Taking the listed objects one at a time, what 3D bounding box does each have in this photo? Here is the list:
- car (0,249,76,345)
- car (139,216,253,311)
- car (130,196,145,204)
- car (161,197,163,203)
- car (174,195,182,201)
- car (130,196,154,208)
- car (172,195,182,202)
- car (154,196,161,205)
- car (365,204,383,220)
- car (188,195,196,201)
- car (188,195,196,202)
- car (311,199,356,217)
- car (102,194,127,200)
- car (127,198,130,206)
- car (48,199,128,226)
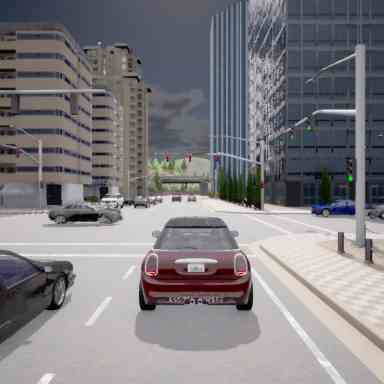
[{"bbox_3d":[-3.435,1.547,4.747,2.033,1.411,5.357,0,0,0],"label":"car"},{"bbox_3d":[0.081,1.352,7.946,2.097,1.767,4.553,0,0,0],"label":"car"},{"bbox_3d":[-10.556,1.490,64.581,2.128,1.511,4.902,0,0,1],"label":"car"},{"bbox_3d":[-7.030,1.491,67.712,2.128,1.511,4.902,0,0,0],"label":"car"},{"bbox_3d":[-3.522,1.509,84.311,2.033,1.411,5.357,0,0,0],"label":"car"},{"bbox_3d":[-7.111,1.547,47.951,2.033,1.411,5.357,0,0,0],"label":"car"},{"bbox_3d":[-3.520,1.470,74.700,1.882,1.535,5.008,0,0,0],"label":"car"},{"bbox_3d":[-7.096,1.491,57.464,2.128,1.511,4.902,0,0,0],"label":"car"},{"bbox_3d":[16.273,1.436,26.324,4.902,1.511,2.128,0,0,0],"label":"car"},{"bbox_3d":[-0.022,1.493,84.311,1.812,1.442,4.674,0,0,0],"label":"car"},{"bbox_3d":[-0.020,1.547,75.818,1.994,1.385,4.181,0,0,0],"label":"car"},{"bbox_3d":[13.286,1.422,29.846,5.008,1.535,1.882,0,0,1],"label":"car"},{"bbox_3d":[-10.611,1.222,44.436,2.150,2.045,5.566,0,0,0],"label":"car"},{"bbox_3d":[-10.606,1.601,54.205,1.895,1.301,4.718,0,0,0],"label":"car"},{"bbox_3d":[-7.226,1.468,22.754,4.902,1.511,2.128,0,0,0],"label":"car"}]
